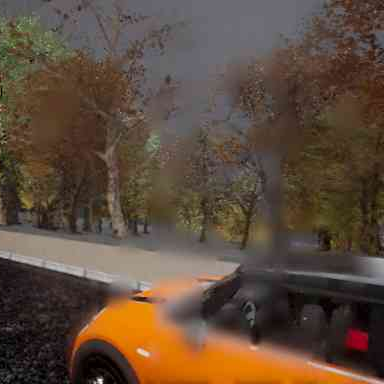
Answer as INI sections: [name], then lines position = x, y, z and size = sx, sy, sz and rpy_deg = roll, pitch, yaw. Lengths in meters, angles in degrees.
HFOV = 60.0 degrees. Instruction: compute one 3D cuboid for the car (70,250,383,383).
[car]
position = 0.942, 1.351, 3.013
size = 4.553, 1.767, 2.097
rpy_deg = 0, 0, 36
